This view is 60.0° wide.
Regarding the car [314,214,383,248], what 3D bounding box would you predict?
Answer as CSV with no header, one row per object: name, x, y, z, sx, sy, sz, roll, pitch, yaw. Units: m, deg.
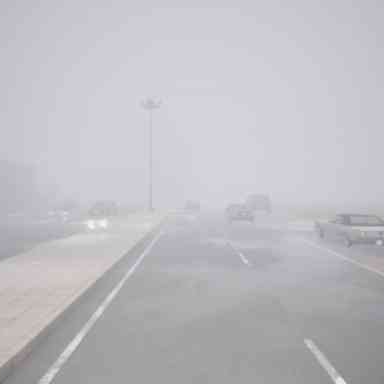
car,7.108,1.622,14.833,1.895,1.301,4.718,0,0,0

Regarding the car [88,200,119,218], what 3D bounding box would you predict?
car,-8.057,1.532,30.565,2.128,1.511,4.902,0,0,0

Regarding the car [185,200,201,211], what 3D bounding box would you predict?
car,0.126,1.657,42.128,1.895,1.301,4.718,0,0,0

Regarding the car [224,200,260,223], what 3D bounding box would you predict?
car,3.616,1.583,26.020,2.033,1.411,5.357,0,0,0

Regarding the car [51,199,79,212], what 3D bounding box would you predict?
car,-14.976,1.585,39.613,1.812,1.442,4.674,0,0,0

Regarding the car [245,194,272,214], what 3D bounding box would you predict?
car,7.122,1.270,36.321,2.150,2.045,5.566,0,0,0
